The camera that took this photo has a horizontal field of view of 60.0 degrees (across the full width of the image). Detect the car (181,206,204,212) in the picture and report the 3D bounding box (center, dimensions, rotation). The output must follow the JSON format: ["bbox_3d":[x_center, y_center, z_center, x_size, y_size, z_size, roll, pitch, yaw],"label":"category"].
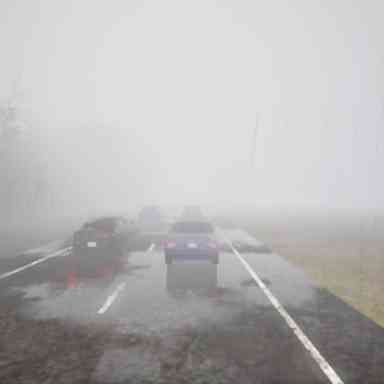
[{"bbox_3d":[0.015,1.849,27.540,2.033,1.411,5.357,0,-1,0],"label":"car"}]

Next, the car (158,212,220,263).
[{"bbox_3d":[0.011,1.686,12.530,2.033,1.411,5.357,0,-1,0],"label":"car"}]

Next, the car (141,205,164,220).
[{"bbox_3d":[-3.473,1.841,28.899,1.812,1.442,4.674,0,0,0],"label":"car"}]

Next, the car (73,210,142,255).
[{"bbox_3d":[-3.476,1.678,13.891,1.812,1.442,4.674,0,0,0],"label":"car"}]
